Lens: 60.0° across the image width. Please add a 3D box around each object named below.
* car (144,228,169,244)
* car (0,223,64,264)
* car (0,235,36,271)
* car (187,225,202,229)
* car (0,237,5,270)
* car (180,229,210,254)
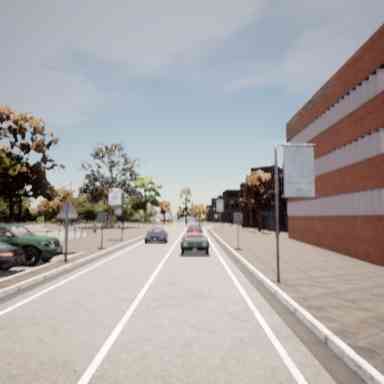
[{"bbox_3d":[-3.202,4.010,30.800,1.994,1.385,4.181,0,-4,0],"label":"car"},{"bbox_3d":[-9.503,2.605,16.850,5.566,2.045,2.435,0,-4,0],"label":"car"},{"bbox_3d":[-9.513,2.697,14.011,4.674,1.452,2.002,0,-4,0],"label":"car"},{"bbox_3d":[0.340,4.766,41.568,1.994,1.385,4.181,0,-4,1],"label":"car"},{"bbox_3d":[-9.495,2.457,11.193,5.008,1.535,2.097,0,-4,0],"label":"car"},{"bbox_3d":[0.196,3.508,23.214,1.895,1.301,4.718,0,-4,0],"label":"car"}]
